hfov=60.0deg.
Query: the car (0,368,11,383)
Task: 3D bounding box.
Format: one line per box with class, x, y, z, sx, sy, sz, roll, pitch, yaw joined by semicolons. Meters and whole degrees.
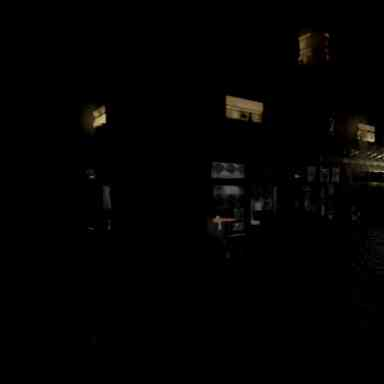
car;-2.897;1.528;0.873;4.403;1.369;2.008;0;0;-35
